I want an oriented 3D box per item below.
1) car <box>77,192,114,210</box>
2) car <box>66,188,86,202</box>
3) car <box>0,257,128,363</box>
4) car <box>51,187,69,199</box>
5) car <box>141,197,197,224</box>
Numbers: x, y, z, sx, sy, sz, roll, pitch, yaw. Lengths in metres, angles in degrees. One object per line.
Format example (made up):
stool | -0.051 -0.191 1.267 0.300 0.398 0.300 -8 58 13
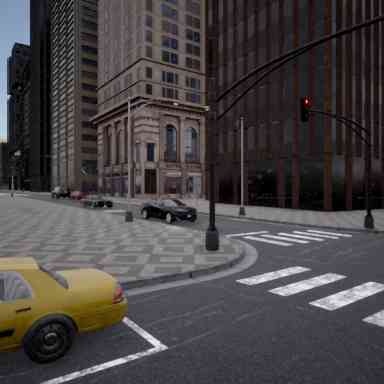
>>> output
car | -9.434 0.992 32.951 1.895 1.301 4.718 0 1 -36
car | -15.965 0.575 47.490 1.882 1.535 5.008 0 1 -35
car | -3.283 1.525 4.308 4.829 1.417 1.752 0 0 -35
car | -21.926 0.133 55.751 2.150 2.045 5.566 0 1 -36
car | -1.618 1.129 22.020 1.882 1.535 5.008 0 1 -36
